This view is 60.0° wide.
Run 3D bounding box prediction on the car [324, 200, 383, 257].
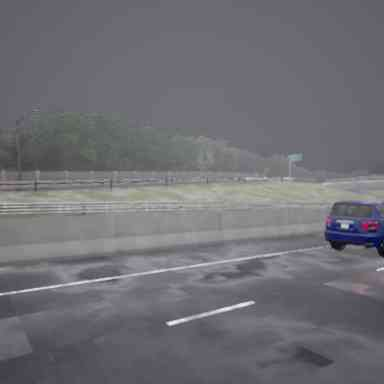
[{"bbox_3d":[7.761,1.361,13.694,5.566,2.045,2.150,1,0,-35],"label":"car"}]
